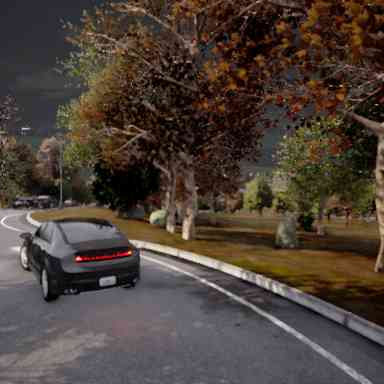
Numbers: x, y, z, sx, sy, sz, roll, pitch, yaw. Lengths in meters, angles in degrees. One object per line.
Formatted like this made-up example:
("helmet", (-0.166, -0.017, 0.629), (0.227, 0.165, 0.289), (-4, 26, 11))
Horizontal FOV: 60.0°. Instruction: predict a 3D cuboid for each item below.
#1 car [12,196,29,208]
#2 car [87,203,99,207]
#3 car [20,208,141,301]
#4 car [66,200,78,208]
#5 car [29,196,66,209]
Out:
("car", (-20.636, 1.286, 41.635), (2.128, 1.511, 4.902), (0, -2, -1))
("car", (-21.359, 3.014, 72.214), (1.812, 1.442, 4.674), (0, -4, -2))
("car", (-2.895, 1.365, 8.155), (1.837, 1.490, 4.892), (-1, 1, -34))
("car", (-21.008, 2.163, 56.902), (1.812, 1.442, 4.674), (0, -4, -1))
("car", (-16.823, 1.214, 39.032), (1.837, 1.490, 4.892), (0, -2, -2))
